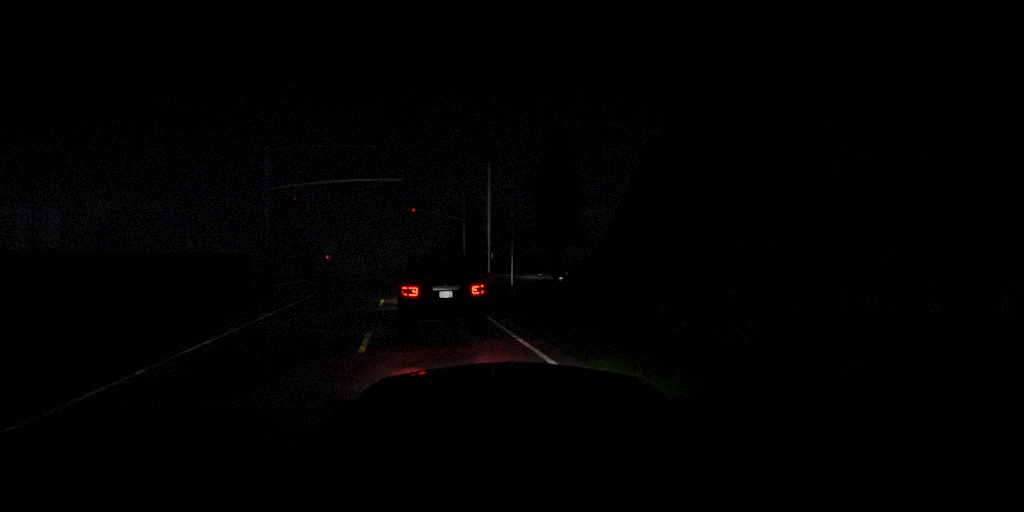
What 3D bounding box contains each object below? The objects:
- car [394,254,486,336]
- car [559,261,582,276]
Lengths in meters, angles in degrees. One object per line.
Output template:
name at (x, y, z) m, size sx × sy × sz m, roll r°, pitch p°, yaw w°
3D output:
car at (-2.278, 0.971, 10.763) m, size 2.150 × 2.045 × 5.566 m, roll 0°, pitch 0°, yaw -17°
car at (6.499, 1.228, 35.347) m, size 5.008 × 1.535 × 1.882 m, roll 0°, pitch 0°, yaw -19°
